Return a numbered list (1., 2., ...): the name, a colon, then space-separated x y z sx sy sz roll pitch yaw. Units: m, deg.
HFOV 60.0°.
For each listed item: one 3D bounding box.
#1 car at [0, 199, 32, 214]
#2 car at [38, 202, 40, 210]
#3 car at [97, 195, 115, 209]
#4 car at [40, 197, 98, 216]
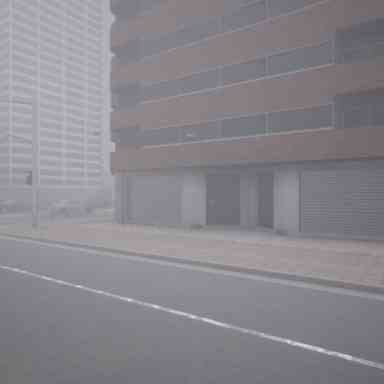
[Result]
1. car: -18.736 1.476 35.595 1.882 1.535 5.008 0 0 35
2. car: -13.872 1.599 36.458 1.895 1.301 4.718 0 0 35
3. car: -12.781 1.503 44.149 1.837 1.490 4.892 0 0 35
4. car: -11.981 1.524 32.751 1.812 1.442 4.674 0 0 35
